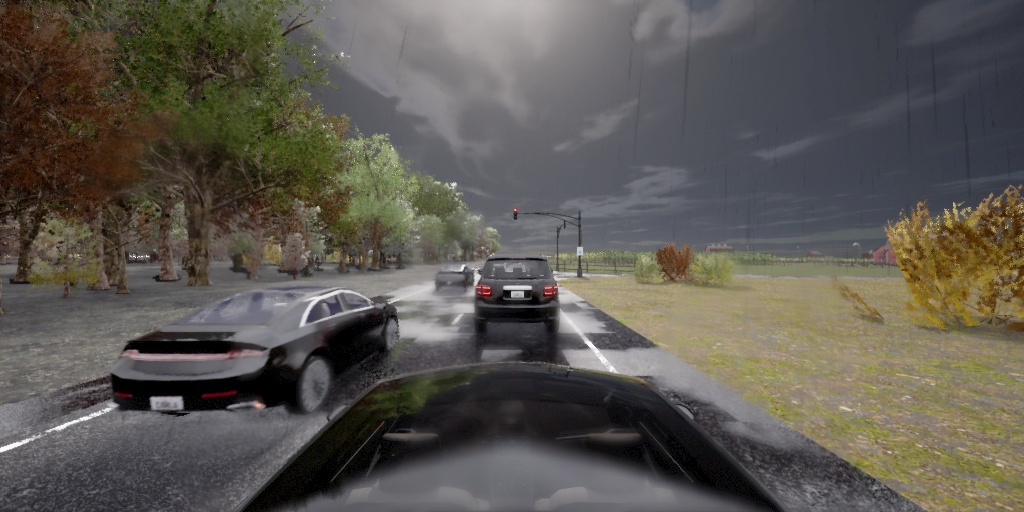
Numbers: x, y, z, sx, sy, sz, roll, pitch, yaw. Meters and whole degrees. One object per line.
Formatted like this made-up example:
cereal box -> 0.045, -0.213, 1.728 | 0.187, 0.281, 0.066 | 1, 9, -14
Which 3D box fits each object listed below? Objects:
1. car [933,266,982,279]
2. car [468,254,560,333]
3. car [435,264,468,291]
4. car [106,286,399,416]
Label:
car -> 48.592, 1.782, 39.188 | 4.892, 1.490, 1.837 | 1, -1, 0
car -> 0.119, 0.974, 10.910 | 2.150, 2.045, 5.566 | 0, 0, 0
car -> -3.358, 1.246, 21.699 | 2.128, 1.511, 4.902 | 0, 0, 0
car -> -3.391, 1.241, 5.951 | 2.128, 1.511, 4.902 | 0, 0, 0
